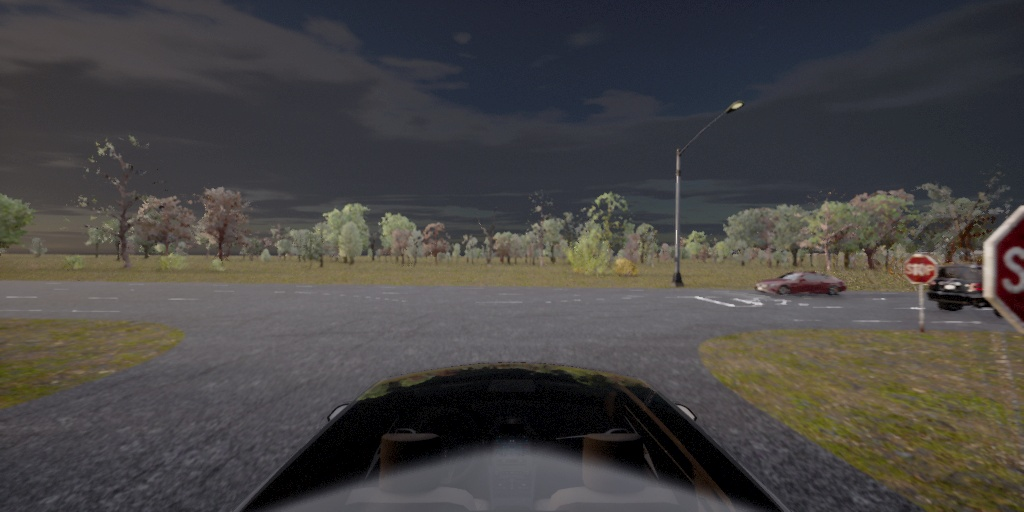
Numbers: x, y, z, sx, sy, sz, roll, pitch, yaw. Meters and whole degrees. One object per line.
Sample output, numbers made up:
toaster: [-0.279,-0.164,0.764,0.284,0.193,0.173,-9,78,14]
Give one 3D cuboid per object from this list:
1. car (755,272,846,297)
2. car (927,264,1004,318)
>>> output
car: [17.178,1.660,21.426,4.674,1.442,1.812,0,0,1]
car: [20.276,1.364,14.397,5.566,2.045,2.150,1,0,1]
